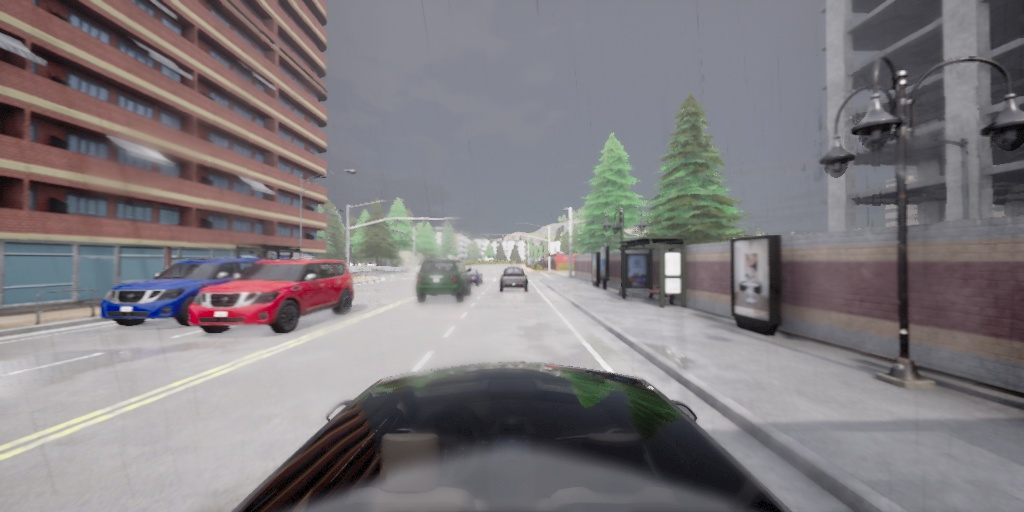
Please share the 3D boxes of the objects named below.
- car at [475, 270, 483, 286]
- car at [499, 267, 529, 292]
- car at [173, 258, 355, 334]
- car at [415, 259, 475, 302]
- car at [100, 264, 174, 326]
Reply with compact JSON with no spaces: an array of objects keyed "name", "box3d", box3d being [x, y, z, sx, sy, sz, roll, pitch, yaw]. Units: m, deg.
[{"name":"car","box3d":[-3.406,1.719,29.056,1.895,1.301,4.718,0,-1,0]},{"name":"car","box3d":[0.117,1.545,24.202,2.128,1.511,4.902,0,-1,0]},{"name":"car","box3d":[-7.089,1.102,11.510,2.150,2.045,5.566,0,-1,0]},{"name":"car","box3d":[-3.384,1.199,18.604,2.150,2.045,5.566,0,-1,-1]},{"name":"car","box3d":[-10.588,1.112,12.621,2.150,2.045,5.566,0,0,0]}]
